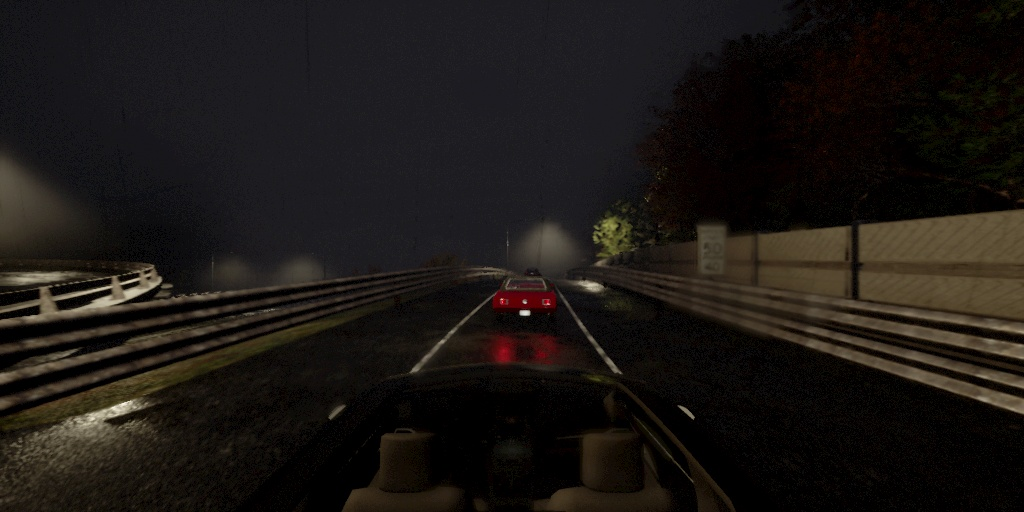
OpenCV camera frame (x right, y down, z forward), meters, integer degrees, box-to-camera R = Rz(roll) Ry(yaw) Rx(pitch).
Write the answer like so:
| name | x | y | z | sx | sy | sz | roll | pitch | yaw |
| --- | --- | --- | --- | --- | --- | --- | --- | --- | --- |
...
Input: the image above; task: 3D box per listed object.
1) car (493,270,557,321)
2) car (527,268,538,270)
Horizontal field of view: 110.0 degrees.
| name | x | y | z | sx | sy | sz | roll | pitch | yaw |
| --- | --- | --- | --- | --- | --- | --- | --- | --- | --- |
| car | 0.506 | 1.352 | 12.538 | 1.895 | 1.301 | 4.718 | 0 | 0 | 3 |
| car | 2.399 | 2.038 | 41.544 | 1.994 | 1.385 | 4.181 | 0 | -3 | 5 |
